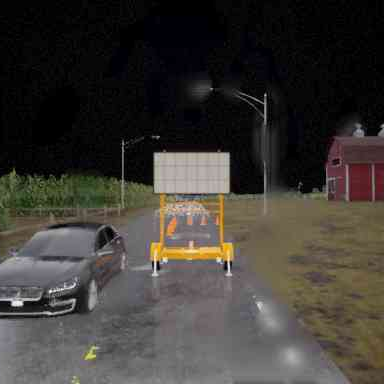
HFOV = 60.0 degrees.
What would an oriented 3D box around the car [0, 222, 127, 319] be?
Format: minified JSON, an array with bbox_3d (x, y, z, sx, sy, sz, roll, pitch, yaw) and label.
[{"bbox_3d":[-2.757,1.513,7.669,1.837,1.490,4.892,0,0,0],"label":"car"}]

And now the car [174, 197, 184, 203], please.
[{"bbox_3d":[-2.842,1.935,72.662,1.837,1.490,4.892,0,-1,0],"label":"car"}]

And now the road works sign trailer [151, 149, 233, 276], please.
[{"bbox_3d":[-0.007,0.477,10.382,2.380,3.560,2.880,0,0,0],"label":"road works sign trailer"}]
